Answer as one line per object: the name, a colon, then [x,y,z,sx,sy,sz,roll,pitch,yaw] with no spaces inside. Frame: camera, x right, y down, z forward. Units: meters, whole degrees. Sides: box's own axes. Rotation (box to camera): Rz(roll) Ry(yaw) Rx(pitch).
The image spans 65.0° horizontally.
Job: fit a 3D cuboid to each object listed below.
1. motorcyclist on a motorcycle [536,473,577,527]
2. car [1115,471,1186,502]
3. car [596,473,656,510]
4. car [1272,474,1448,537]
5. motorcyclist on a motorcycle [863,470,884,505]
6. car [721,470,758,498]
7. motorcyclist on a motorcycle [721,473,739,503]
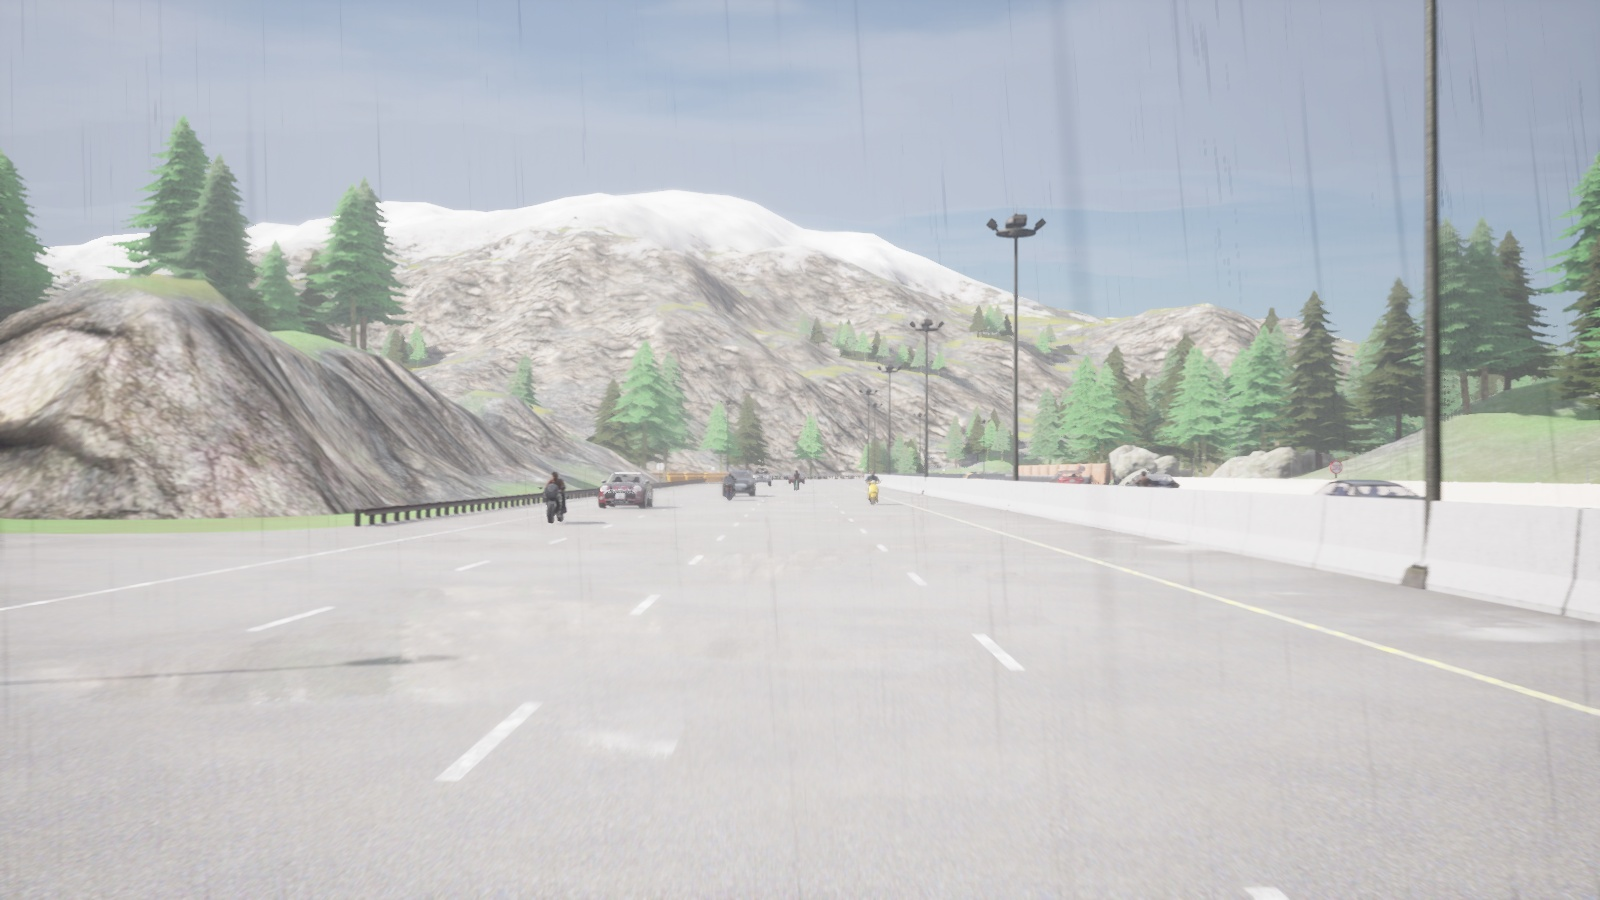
motorcyclist on a motorcycle: [-7.089,1.436,36.646,0.797,1.523,2.044,0,-1,0]
car: [17.349,1.785,62.342,2.163,1.488,4.792,0,-1,0]
car: [-7.126,1.672,51.783,1.970,1.475,3.806,0,-1,0]
car: [13.923,1.335,31.658,2.033,1.411,5.357,0,-1,0]
motorcyclist on a motorcycle: [3.360,1.717,57.676,0.866,1.590,1.817,0,-1,0]
car: [-3.687,2.046,77.128,2.033,1.649,4.856,0,-1,0]
motorcyclist on a motorcycle: [-3.660,1.963,65.855,0.866,1.530,2.191,0,-1,0]
